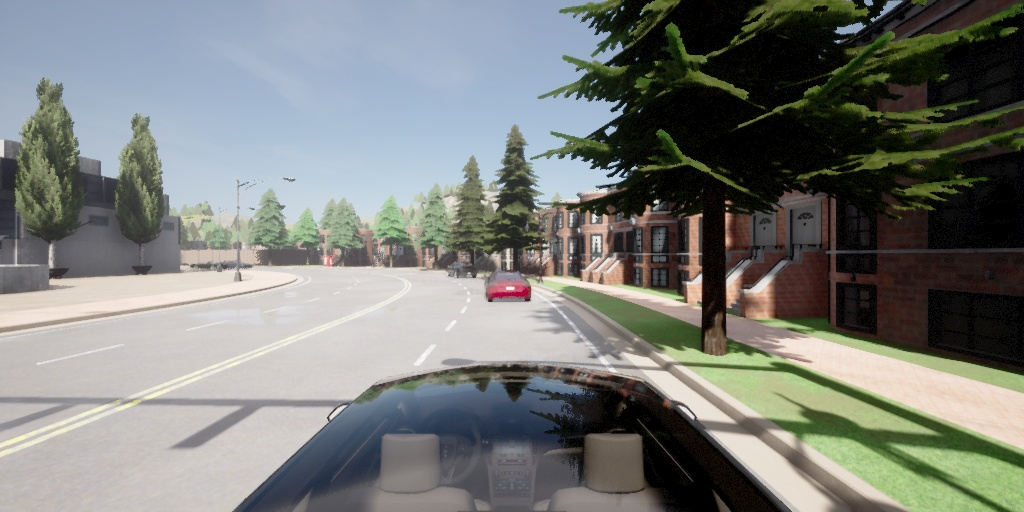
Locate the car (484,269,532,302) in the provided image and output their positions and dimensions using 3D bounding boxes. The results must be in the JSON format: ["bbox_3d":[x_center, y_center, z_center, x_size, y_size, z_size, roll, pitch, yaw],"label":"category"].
[{"bbox_3d":[-0.280,1.322,17.041,1.994,1.385,4.181,0,0,-6],"label":"car"}]

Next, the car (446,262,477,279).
[{"bbox_3d":[-4.716,1.266,33.093,1.837,1.490,4.892,0,0,-25],"label":"car"}]
